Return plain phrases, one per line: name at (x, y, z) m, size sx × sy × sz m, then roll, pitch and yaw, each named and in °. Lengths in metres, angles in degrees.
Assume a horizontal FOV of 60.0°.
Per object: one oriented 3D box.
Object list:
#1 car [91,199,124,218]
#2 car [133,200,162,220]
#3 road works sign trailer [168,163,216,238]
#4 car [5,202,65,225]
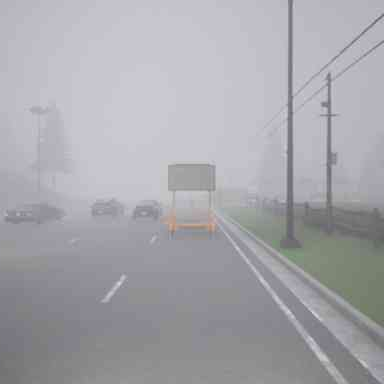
car at (-6.923, 1.294, 27.710) m, size 2.128 × 1.511 × 4.902 m, roll 0°, pitch 0°, yaw 0°
car at (-3.419, 1.341, 25.924) m, size 1.812 × 1.442 × 4.674 m, roll 0°, pitch 0°, yaw 0°
road works sign trailer at (-0.006, 0.344, 16.863) m, size 2.380 × 3.560 × 2.880 m, roll 0°, pitch 0°, yaw 0°
car at (-10.412, 1.387, 22.478) m, size 2.033 × 1.411 × 5.357 m, roll 0°, pitch 0°, yaw 0°
